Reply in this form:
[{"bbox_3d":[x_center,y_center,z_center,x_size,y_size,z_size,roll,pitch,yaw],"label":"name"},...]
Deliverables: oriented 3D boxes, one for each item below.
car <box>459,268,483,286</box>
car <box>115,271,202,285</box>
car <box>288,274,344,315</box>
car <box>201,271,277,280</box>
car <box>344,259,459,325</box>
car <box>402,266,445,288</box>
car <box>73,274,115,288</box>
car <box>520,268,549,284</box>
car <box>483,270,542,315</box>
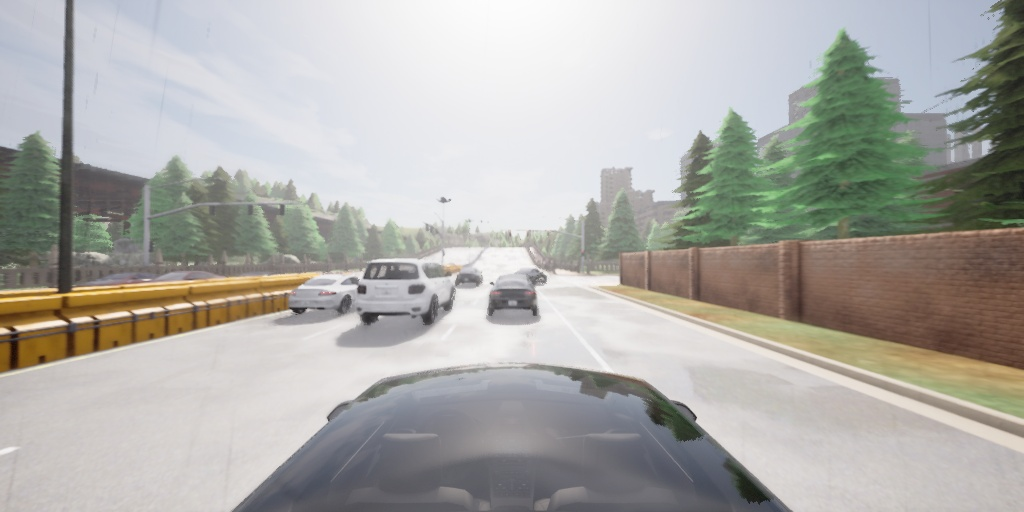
[{"bbox_3d":[-3.439,1.663,29.429,1.812,1.442,4.674,0,-1,1],"label":"car"},{"bbox_3d":[-17.545,1.519,19.140,1.812,1.442,4.674,0,-1,1],"label":"car"},{"bbox_3d":[-6.949,1.453,14.416,1.812,1.442,4.674,0,-1,1],"label":"car"},{"bbox_3d":[-14.042,1.566,19.604,1.994,1.385,4.181,0,-1,1],"label":"car"},{"bbox_3d":[-3.466,1.126,12.648,2.150,2.045,5.566,0,-1,0],"label":"car"},{"bbox_3d":[-6.946,1.620,28.747,2.128,1.511,4.902,0,-1,1],"label":"car"},{"bbox_3d":[-21.043,1.566,19.660,1.994,1.385,4.181,0,-1,1],"label":"car"},{"bbox_3d":[1.485,1.661,29.248,1.812,1.442,4.674,-1,-1,22],"label":"car"},{"bbox_3d":[0.051,1.453,14.397,1.812,1.442,4.674,0,-1,1],"label":"car"}]
